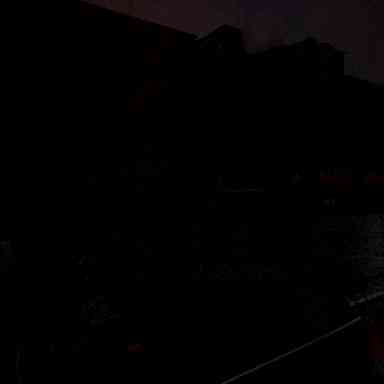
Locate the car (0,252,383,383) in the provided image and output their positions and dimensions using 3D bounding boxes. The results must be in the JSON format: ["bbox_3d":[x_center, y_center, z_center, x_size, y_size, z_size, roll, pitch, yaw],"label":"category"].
[{"bbox_3d":[-0.239,1.428,2.663,4.097,1.590,1.967,0,-1,-35],"label":"car"}]
